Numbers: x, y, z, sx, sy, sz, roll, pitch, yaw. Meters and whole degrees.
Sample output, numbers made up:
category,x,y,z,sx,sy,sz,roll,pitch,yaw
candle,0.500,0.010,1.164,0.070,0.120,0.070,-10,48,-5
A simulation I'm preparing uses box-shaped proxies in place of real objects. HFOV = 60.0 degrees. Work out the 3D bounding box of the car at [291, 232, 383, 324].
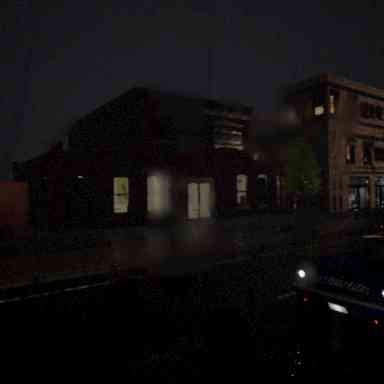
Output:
category,x,y,z,sx,sy,sz,roll,pitch,yaw
car,4.125,1.510,6.576,4.718,1.301,1.895,-1,1,-35
